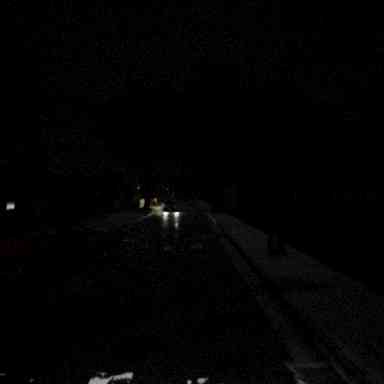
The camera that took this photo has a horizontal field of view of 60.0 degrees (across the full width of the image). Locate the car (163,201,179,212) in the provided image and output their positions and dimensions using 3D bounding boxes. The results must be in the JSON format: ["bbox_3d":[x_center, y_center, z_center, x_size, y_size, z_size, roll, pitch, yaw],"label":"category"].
[{"bbox_3d":[-2.765,1.899,44.692,1.812,1.442,4.674,0,0,0],"label":"car"}]

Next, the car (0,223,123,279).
[{"bbox_3d":[-4.738,1.785,11.108,1.895,1.301,4.718,-2,1,39],"label":"car"}]
